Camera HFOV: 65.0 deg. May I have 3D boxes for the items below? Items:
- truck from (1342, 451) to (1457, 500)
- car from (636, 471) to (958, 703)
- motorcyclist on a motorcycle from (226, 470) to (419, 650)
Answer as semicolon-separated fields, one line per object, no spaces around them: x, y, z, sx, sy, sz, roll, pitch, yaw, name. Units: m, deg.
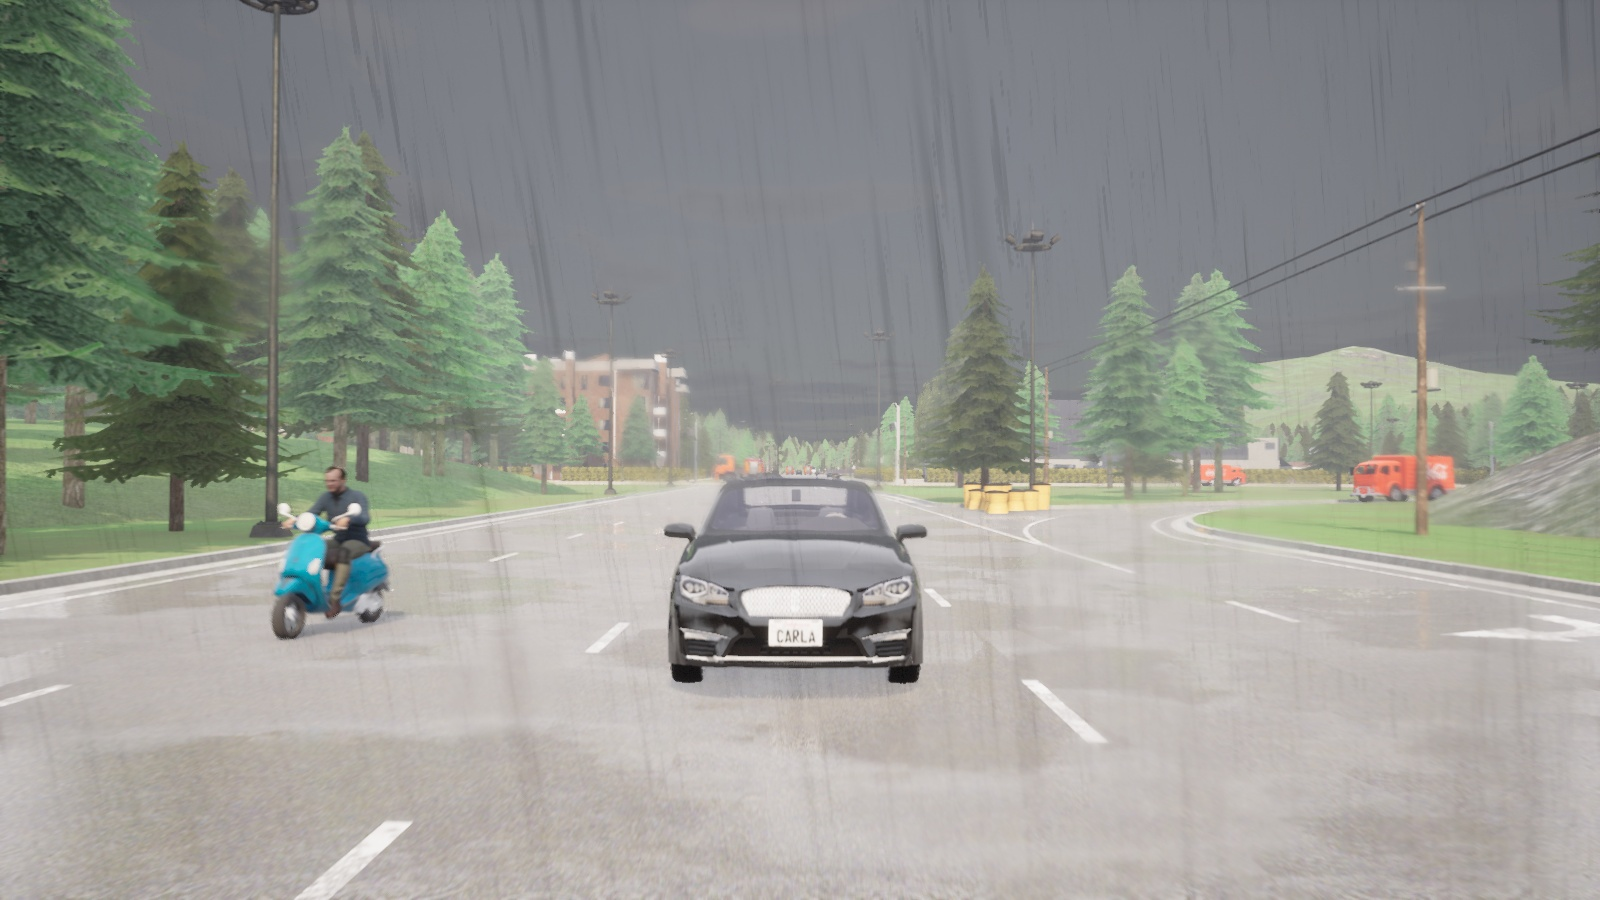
31.198;1.297;65.364;5.204;2.467;2.627;0;-1;-23;truck
-0.026;0.950;10.760;2.128;1.511;4.902;0;-1;0;car
-4.530;0.988;12.065;0.866;1.590;1.817;-1;-1;13;motorcyclist on a motorcycle
